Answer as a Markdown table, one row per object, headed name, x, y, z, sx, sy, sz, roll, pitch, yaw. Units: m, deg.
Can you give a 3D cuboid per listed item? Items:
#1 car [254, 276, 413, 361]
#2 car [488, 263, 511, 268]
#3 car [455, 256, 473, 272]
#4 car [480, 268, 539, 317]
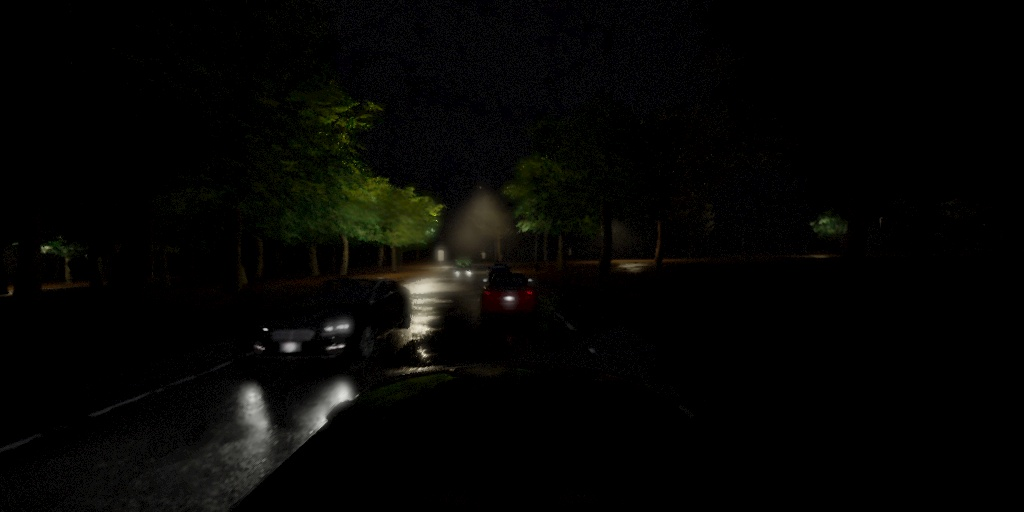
| name | x | y | z | sx | sy | sz | roll | pitch | yaw |
| --- | --- | --- | --- | --- | --- | --- | --- | --- | --- |
| car | -3.707 | 1.246 | 8.369 | 2.128 | 1.511 | 4.902 | 0 | 0 | -1 |
| car | -1.037 | 1.331 | 30.458 | 1.812 | 1.442 | 4.674 | 0 | 0 | -4 |
| car | -6.650 | 1.069 | 49.895 | 2.150 | 2.045 | 5.566 | 0 | 0 | -7 |
| car | -0.139 | 1.322 | 13.338 | 1.994 | 1.385 | 4.181 | 0 | 0 | -2 |
